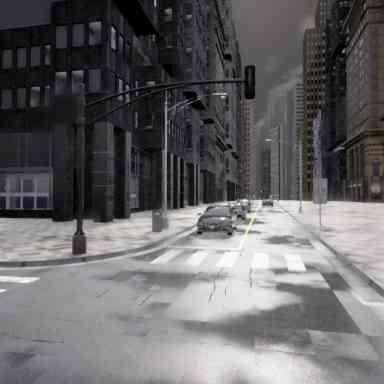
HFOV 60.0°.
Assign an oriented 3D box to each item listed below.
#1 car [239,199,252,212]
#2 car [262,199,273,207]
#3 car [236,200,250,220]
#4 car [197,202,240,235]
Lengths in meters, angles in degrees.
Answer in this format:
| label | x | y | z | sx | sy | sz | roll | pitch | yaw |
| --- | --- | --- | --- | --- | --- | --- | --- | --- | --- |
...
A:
| label | x | y | z | sx | sy | sz | roll | pitch | yaw |
| --- | --- | --- | --- | --- | --- | --- | --- | --- | --- |
| car | 5.932 | 1.610 | 38.893 | 2.128 | 1.511 | 4.902 | 0 | 0 | 13 |
| car | 13.088 | 1.838 | 57.545 | 1.895 | 1.301 | 4.718 | 0 | -1 | 12 |
| car | 3.674 | 1.637 | 28.878 | 1.994 | 1.385 | 4.181 | 0 | 0 | 13 |
| car | 1.527 | 1.545 | 19.155 | 1.837 | 1.490 | 4.892 | 0 | 0 | 12 |
